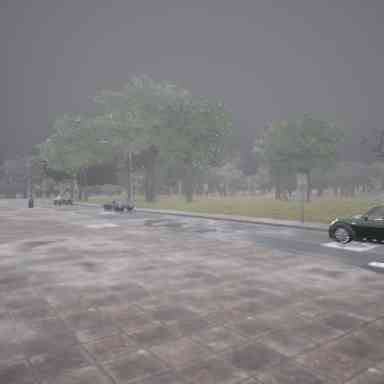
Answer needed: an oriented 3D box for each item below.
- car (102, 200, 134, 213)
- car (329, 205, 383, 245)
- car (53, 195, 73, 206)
[{"bbox_3d":[-8.084,1.489,35.793,1.895,1.301,4.718,-2,1,-35],"label":"car"},{"bbox_3d":[7.895,1.281,13.282,2.097,1.767,4.553,-2,1,-35],"label":"car"},{"bbox_3d":[-21.010,1.267,53.998,2.097,1.767,4.553,-2,1,-36],"label":"car"}]
